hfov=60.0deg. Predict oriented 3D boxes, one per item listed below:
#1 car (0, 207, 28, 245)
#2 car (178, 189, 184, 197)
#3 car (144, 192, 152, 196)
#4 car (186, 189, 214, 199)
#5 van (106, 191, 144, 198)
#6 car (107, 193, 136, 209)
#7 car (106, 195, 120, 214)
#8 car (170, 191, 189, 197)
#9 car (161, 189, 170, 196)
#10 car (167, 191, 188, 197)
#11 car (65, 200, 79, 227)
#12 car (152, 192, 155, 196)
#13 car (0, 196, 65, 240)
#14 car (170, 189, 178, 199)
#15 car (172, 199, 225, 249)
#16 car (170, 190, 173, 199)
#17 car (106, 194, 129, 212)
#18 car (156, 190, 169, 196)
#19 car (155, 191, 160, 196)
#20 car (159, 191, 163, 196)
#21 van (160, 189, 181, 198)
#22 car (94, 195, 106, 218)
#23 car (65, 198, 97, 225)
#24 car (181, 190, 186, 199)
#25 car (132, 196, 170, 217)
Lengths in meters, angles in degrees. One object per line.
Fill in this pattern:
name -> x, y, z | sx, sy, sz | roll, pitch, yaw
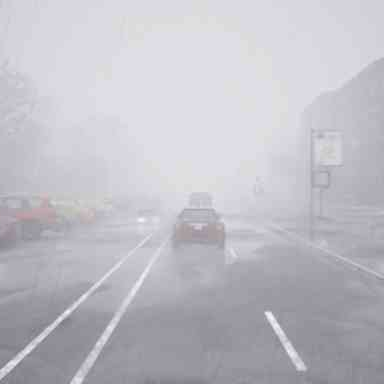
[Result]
car -> -9.367, 1.552, 13.037 | 4.792, 1.488, 2.163 | -1, 1, -19
car -> -5.306, 0.655, 75.357 | 5.366, 1.575, 1.946 | -1, 0, -14
car -> -8.162, 1.105, 42.747 | 5.008, 1.535, 2.097 | -1, 1, -17
car -> 0.874, 1.004, 31.909 | 2.150, 2.045, 5.566 | 0, 1, 3
van -> -8.440, 0.927, 39.734 | 4.442, 1.987, 1.878 | -1, 1, -17
car -> -8.641, 1.244, 33.849 | 5.008, 1.535, 2.097 | -1, 1, -17
car -> -9.070, 1.339, 27.849 | 5.366, 1.575, 1.946 | -1, 1, -18
car -> -3.427, 0.451, 92.972 | 5.008, 1.535, 2.097 | -1, 1, -13
car -> -6.847, 0.723, 60.524 | 4.553, 1.767, 2.185 | -1, 1, -15
car -> -3.988, 0.489, 89.985 | 5.366, 1.575, 1.946 | -1, 1, -13
car -> -9.206, 1.474, 19.001 | 4.892, 1.521, 2.231 | -1, 0, -19
car -> -7.940, 0.934, 45.709 | 4.553, 1.767, 2.185 | -1, 1, -16
car -> -9.305, 1.252, 16.009 | 5.566, 2.045, 2.435 | -1, 1, -19
car -> -6.388, 0.521, 66.427 | 5.566, 2.045, 2.435 | -1, 1, -15
car -> 0.297, 1.375, 14.816 | 2.097, 1.767, 4.553 | 0, 0, 1
car -> -6.626, 0.850, 63.486 | 4.674, 1.452, 2.002 | -1, 0, -15
car -> -8.762, 1.291, 30.873 | 5.008, 1.535, 2.097 | -1, 1, -18
car -> -7.129, 0.891, 57.566 | 4.892, 1.521, 2.231 | -1, 0, -16
car -> -7.770, 1.016, 48.671 | 5.008, 1.535, 2.097 | -1, 1, -16
car -> -7.539, 1.002, 51.645 | 4.792, 1.488, 2.163 | -1, 1, -16
van -> -5.063, 0.399, 78.293 | 4.442, 1.987, 1.878 | -1, 0, -14
car -> -9.037, 1.261, 24.933 | 4.553, 1.767, 2.185 | -1, 1, -18
car -> -9.103, 1.432, 21.969 | 5.008, 1.535, 2.097 | -1, 1, -18
car -> -0.516, 0.742, 71.639 | 1.994, 1.385, 4.181 | 0, 1, 6
car -> -3.568, 1.363, 29.978 | 2.033, 1.411, 5.357 | 0, 1, 2
